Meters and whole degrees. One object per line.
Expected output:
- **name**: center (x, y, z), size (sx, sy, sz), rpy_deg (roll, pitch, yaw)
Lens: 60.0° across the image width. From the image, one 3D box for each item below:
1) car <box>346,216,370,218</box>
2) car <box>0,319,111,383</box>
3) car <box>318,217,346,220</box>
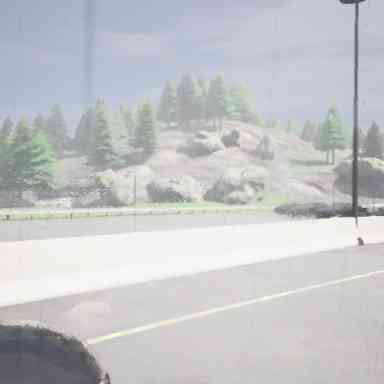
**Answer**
- **car**: center (14.116, 1.750, 24.850), size (4.718, 1.301, 1.895), rpy_deg (1, 0, -28)
- **car**: center (-2.831, 1.462, 1.669), size (4.902, 1.511, 2.128), rpy_deg (1, 0, -36)
- **car**: center (12.605, 1.614, 27.985), size (5.008, 1.535, 1.882), rpy_deg (1, 0, -28)
